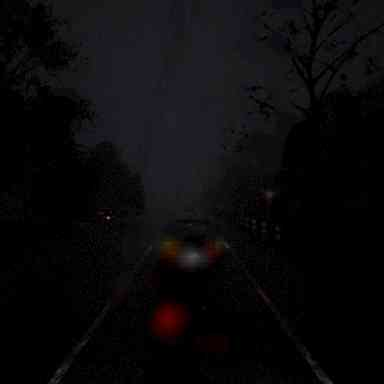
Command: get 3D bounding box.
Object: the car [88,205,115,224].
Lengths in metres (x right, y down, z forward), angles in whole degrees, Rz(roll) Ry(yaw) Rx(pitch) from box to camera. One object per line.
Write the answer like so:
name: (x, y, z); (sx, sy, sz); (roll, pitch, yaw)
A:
car: (-8.661, 1.987, 30.055); (1.837, 1.490, 4.892); (-3, 1, -40)

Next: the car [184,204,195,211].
car: (-0.524, 3.247, 67.489); (2.097, 1.767, 4.553); (0, -2, 0)

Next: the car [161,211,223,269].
car: (-0.009, 1.582, 11.243); (1.812, 1.442, 4.674); (0, 0, -1)

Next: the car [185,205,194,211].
car: (-0.602, 3.765, 77.377); (1.994, 1.385, 4.181); (0, -2, 0)
